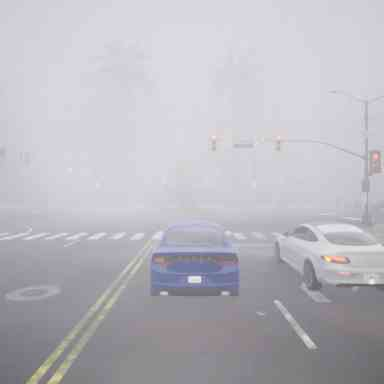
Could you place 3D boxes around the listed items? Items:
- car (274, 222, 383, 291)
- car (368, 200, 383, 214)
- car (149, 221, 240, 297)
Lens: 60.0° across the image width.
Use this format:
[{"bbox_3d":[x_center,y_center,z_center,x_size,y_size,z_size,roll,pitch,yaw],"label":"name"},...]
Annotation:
[{"bbox_3d":[3.563,1.523,8.901,1.812,1.442,4.674,0,0,0],"label":"car"},{"bbox_3d":[20.405,1.494,34.125,4.892,1.490,1.837,0,0,0],"label":"car"},{"bbox_3d":[0.062,1.475,8.650,1.882,1.535,5.008,0,0,0],"label":"car"}]
